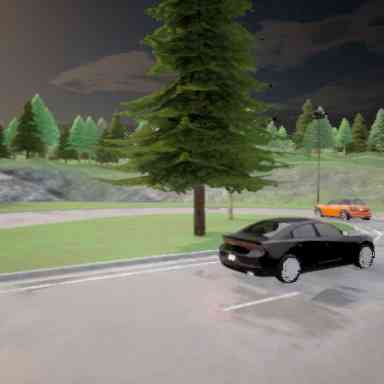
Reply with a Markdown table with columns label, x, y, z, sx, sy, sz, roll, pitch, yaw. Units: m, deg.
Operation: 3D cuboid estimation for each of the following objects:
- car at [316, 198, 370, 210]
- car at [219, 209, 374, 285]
| label | x | y | z | sx | sy | sz | roll | pitch | yaw |
| --- | --- | --- | --- | --- | --- | --- | --- | --- | --- |
| car | 11.818 | 1.282 | 26.414 | 2.097 | 1.767 | 4.553 | 0 | 0 | -15 |
| car | 3.114 | 1.449 | 9.474 | 5.008 | 1.535 | 1.882 | 0 | 0 | -31 |
